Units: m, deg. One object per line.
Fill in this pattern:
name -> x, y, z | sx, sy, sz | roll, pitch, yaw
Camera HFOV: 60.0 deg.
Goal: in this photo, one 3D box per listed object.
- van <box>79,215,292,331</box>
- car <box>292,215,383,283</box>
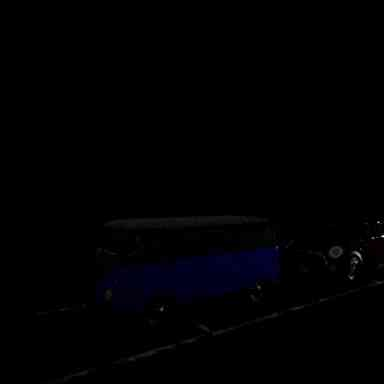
van -> -0.034, 1.376, 6.628 | 3.998, 1.788, 1.690 | 1, -1, -35
car -> 4.554, 1.527, 9.899 | 4.097, 1.590, 1.967 | 1, -1, -35
